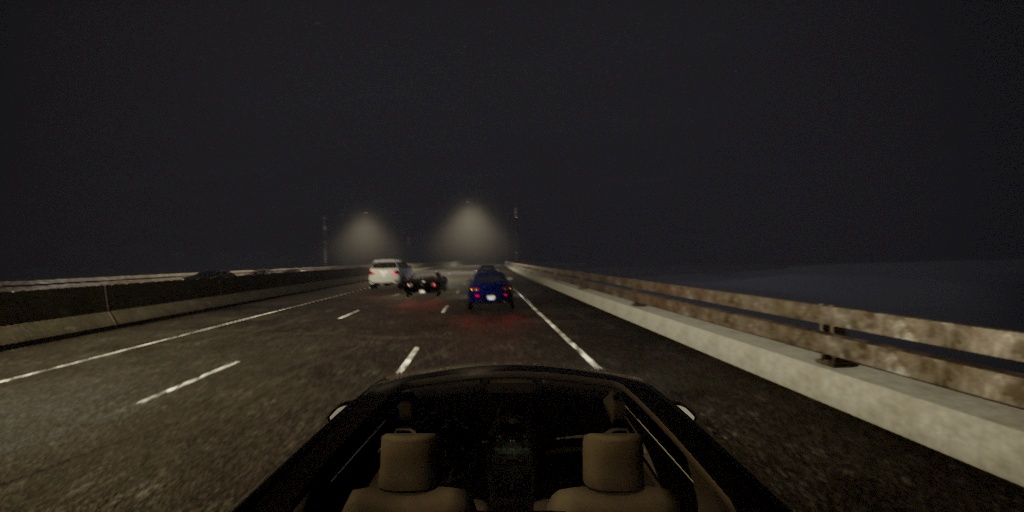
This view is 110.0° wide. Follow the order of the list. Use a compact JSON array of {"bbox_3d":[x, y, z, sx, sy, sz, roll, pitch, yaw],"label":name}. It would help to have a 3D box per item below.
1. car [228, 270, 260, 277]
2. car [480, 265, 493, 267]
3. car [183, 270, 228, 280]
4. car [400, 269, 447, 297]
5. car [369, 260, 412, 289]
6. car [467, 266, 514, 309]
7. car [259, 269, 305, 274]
[{"bbox_3d":[-23.549,2.010,33.797,2.033,1.411,5.357,-1,0,-4],"label":"car"},{"bbox_3d":[-2.206,1.520,31.897,2.033,1.411,5.357,-1,0,-4],"label":"car"},{"bbox_3d":[-26.941,2.031,32.097,1.837,1.490,4.892,-1,0,-4],"label":"car"},{"bbox_3d":[-4.860,1.564,20.850,1.895,1.301,4.718,-1,0,-4],"label":"car"},{"bbox_3d":[-8.837,1.310,26.722,2.150,2.045,5.566,-1,0,-4],"label":"car"},{"bbox_3d":[-0.942,1.370,15.473,1.812,1.442,4.674,-1,0,-4],"label":"car"},{"bbox_3d":[-19.966,1.921,32.552,2.033,1.411,5.357,-1,0,-4],"label":"car"}]
